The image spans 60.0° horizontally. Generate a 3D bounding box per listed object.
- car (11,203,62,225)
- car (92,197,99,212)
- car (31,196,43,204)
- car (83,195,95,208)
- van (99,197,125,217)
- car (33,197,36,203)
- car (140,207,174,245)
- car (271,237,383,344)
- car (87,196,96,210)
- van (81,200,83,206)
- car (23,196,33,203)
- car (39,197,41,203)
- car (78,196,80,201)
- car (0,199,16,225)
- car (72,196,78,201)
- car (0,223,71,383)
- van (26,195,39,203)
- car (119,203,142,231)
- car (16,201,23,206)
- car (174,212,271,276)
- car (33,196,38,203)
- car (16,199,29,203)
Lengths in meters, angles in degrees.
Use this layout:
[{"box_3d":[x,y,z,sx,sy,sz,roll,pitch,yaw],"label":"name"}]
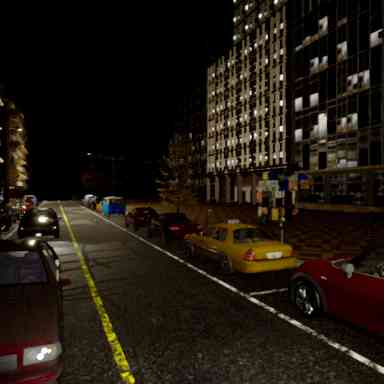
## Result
[{"box_3d":[-7.941,1.548,17.474,2.033,1.411,5.357,0,0,-22],"label":"car"},{"box_3d":[-9.378,1.533,35.887,1.752,1.417,4.829,0,0,-22],"label":"car"},{"box_3d":[-31.798,1.613,68.309,1.947,1.339,4.313,0,0,-22],"label":"car"},{"box_3d":[-13.525,1.457,45.950,1.967,1.590,4.097,0,0,-22],"label":"car"},{"box_3d":[-7.210,1.346,30.620,1.690,1.788,3.998,0,0,-22],"label":"van"},{"box_3d":[-19.167,1.576,37.649,1.947,1.339,4.313,0,0,-22],"label":"car"},{"box_3d":[-0.894,1.582,15.291,1.802,1.307,4.206,0,0,-22],"label":"car"},{"box_3d":[3.316,1.440,5.070,1.967,1.590,4.097,0,0,-22],"label":"car"},{"box_3d":[-11.419,1.577,40.841,1.947,1.339,4.313,0,0,-22],"label":"car"},{"box_3d":[-15.631,1.363,51.061,1.690,1.788,3.998,0,0,-22],"label":"van"},{"box_3d":[-17.063,1.446,32.538,1.967,1.590,4.097,0,0,-22],"label":"car"},{"box_3d":[-25.483,1.608,52.979,1.802,1.307,4.206,0,0,-22],"label":"car"},{"box_3d":[-17.799,1.553,56.328,1.752,1.417,4.829,0,0,-22],"label":"car"},{"box_3d":[-10.749,1.315,17.208,2.192,1.841,5.009,0,0,-22],"label":"car"},{"box_3d":[-30.365,1.620,86.831,1.887,1.381,4.507,0,0,-22],"label":"car"},{"box_3d":[-3.103,1.547,5.476,2.033,1.411,5.357,0,0,-22],"label":"car"},{"box_3d":[-23.380,1.362,47.869,1.690,1.788,3.998,0,0,-22],"label":"van"},{"box_3d":[-2.999,1.583,20.400,1.802,1.307,4.206,0,0,-22],"label":"car"},{"box_3d":[-12.852,1.552,22.320,2.008,1.369,4.403,0,0,-22],"label":"car"},{"box_3d":[1.146,1.526,10.338,1.752,1.417,4.829,0,0,-22],"label":"car"},{"box_3d":[-21.273,1.560,42.759,1.887,1.381,4.507,0,0,-22],"label":"car"},{"box_3d":[-14.958,1.554,27.430,2.008,1.369,4.403,0,0,-22],"label":"car"}]
